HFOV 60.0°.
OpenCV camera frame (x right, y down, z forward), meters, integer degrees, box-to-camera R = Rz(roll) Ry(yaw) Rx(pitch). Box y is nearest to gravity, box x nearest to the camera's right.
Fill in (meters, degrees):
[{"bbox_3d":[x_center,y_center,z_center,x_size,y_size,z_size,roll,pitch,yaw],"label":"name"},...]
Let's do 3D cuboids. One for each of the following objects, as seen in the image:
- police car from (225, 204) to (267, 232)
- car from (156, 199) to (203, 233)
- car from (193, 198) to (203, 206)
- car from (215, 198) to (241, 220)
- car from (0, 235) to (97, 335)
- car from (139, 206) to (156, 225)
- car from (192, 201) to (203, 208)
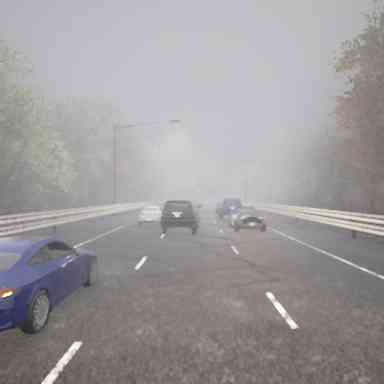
[{"bbox_3d":[3.630,1.787,22.356,2.038,1.542,4.974,0,-1,1],"label":"police car"},{"bbox_3d":[-0.634,1.500,21.941,2.150,2.045,5.566,0,0,5],"label":"car"},{"bbox_3d":[1.411,2.292,76.329,2.097,1.767,4.553,0,-1,2],"label":"car"},{"bbox_3d":[3.781,1.639,33.342,2.150,2.045,5.566,0,-1,1],"label":"car"},{"bbox_3d":[-3.377,1.612,6.774,1.812,1.442,4.674,0,-1,0],"label":"car"},{"bbox_3d":[-3.202,1.869,27.337,1.812,1.442,4.674,0,-1,1],"label":"car"},{"bbox_3d":[1.046,2.379,62.961,1.895,1.301,4.718,0,-1,2],"label":"car"}]
